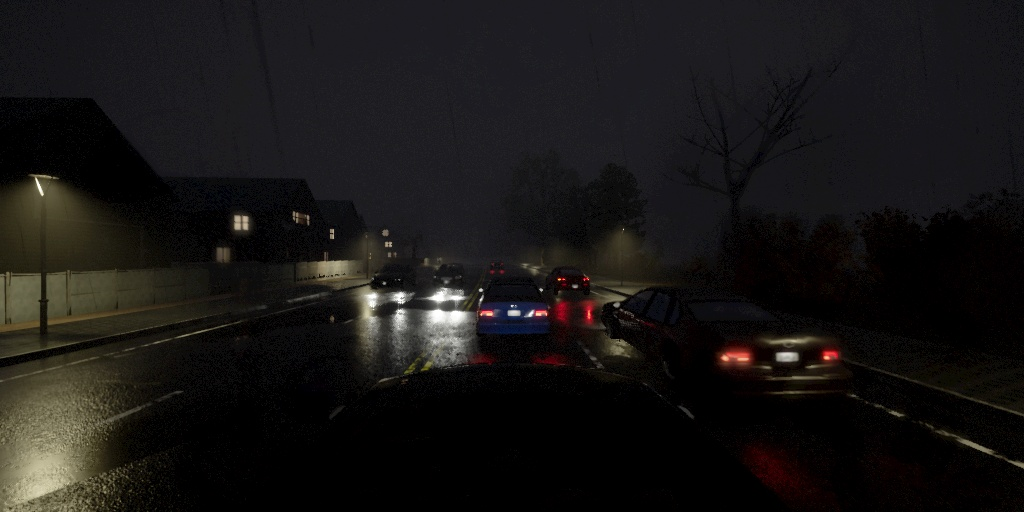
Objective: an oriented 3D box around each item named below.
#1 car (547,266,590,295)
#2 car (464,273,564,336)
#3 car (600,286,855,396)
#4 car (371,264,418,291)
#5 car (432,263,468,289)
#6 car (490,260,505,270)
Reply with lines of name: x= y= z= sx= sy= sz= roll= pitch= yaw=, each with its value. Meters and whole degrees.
car: x=2.953 y=1.279 z=19.529 sx=1.812 sy=1.442 sz=4.674 roll=0 pitch=0 yaw=-2
car: x=-0.016 y=1.299 z=10.352 sx=2.033 sy=1.411 sz=5.357 roll=0 pitch=0 yaw=-1
car: x=3.297 y=1.300 z=6.949 sx=2.033 sy=1.411 sz=5.357 roll=0 pitch=0 yaw=-2
car: x=-7.108 y=1.250 z=22.077 sx=1.837 sy=1.490 sz=4.892 roll=0 pitch=0 yaw=-3
car: x=-3.905 y=1.239 z=23.198 sx=2.128 sy=1.511 sz=4.902 roll=0 pitch=0 yaw=-3
car: x=-2.188 y=1.262 z=51.724 sx=1.812 sy=1.442 sz=4.674 roll=0 pitch=0 yaw=-3
